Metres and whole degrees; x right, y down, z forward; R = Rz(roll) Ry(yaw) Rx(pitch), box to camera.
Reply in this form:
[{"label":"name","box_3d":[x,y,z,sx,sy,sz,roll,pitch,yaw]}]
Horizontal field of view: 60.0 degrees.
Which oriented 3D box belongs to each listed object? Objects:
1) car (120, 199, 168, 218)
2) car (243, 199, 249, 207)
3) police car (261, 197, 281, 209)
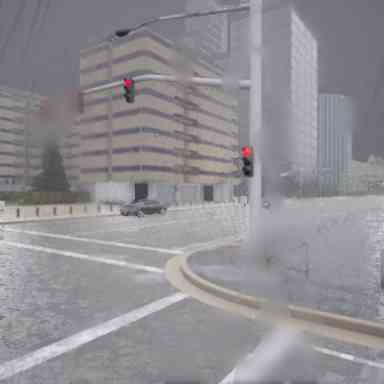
[{"label":"car","box_3d":[-4.144,1.408,29.196,1.837,1.490,4.892,0,0,35]},{"label":"car","box_3d":[9.006,1.412,48.015,1.812,1.442,4.674,0,0,35]},{"label":"police car","box_3d":[9.675,1.408,42.753,2.038,1.542,4.974,0,0,35]}]
